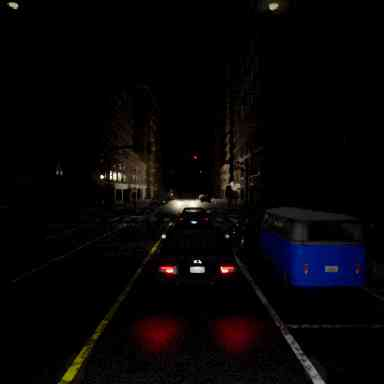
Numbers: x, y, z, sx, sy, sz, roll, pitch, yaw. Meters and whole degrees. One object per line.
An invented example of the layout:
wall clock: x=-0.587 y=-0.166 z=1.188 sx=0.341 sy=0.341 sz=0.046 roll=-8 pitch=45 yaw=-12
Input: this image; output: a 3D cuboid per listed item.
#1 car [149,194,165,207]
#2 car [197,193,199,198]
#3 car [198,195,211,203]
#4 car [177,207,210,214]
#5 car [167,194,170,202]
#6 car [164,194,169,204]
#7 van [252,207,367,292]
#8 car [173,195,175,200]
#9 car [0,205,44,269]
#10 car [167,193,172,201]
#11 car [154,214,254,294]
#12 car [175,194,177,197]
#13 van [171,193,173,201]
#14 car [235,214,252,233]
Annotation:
car: x=-5.680 y=1.493 z=52.131 sx=1.752 sy=1.417 sz=4.829 roll=0 pitch=0 yaw=0
car: x=2.840 y=1.516 z=79.588 sx=2.008 sy=1.369 sz=4.403 roll=0 pitch=0 yaw=0
car: x=2.841 y=1.404 z=68.690 sx=1.967 sy=1.590 sz=4.097 roll=0 pitch=0 yaw=0
car: x=0.097 y=1.557 z=19.243 sx=1.994 sy=1.385 sz=4.181 roll=0 pitch=0 yaw=0
car: x=-5.682 y=1.509 z=63.202 sx=1.887 sy=1.381 sz=4.507 roll=0 pitch=0 yaw=0
car: x=-5.681 y=1.516 z=57.751 sx=2.008 sy=1.369 sz=4.403 roll=0 pitch=0 yaw=0
van: x=2.853 y=1.339 z=8.653 sx=1.690 sy=1.788 sz=3.998 roll=0 pitch=0 yaw=0
car: x=-5.685 y=1.516 z=79.554 sx=2.008 sy=1.369 sz=4.403 roll=0 pitch=0 yaw=0
car: x=-5.671 y=1.313 z=8.612 sx=2.192 sy=1.841 sz=5.009 roll=0 pitch=0 yaw=0
car: x=-5.683 y=1.508 z=68.653 sx=1.887 sy=1.381 sz=4.507 roll=0 pitch=0 yaw=0
car: x=0.099 y=1.546 z=8.923 sx=2.033 sy=1.411 sz=5.357 roll=0 pitch=0 yaw=0
car: x=-5.687 y=1.282 z=85.005 sx=2.192 sy=1.841 sz=5.009 roll=0 pitch=0 yaw=0
van: x=-5.685 y=1.305 z=74.104 sx=1.690 sy=1.788 sz=3.998 roll=0 pitch=0 yaw=0
car: x=2.853 y=1.562 z=14.314 sx=1.947 sy=1.339 sz=4.313 roll=0 pitch=0 yaw=0
